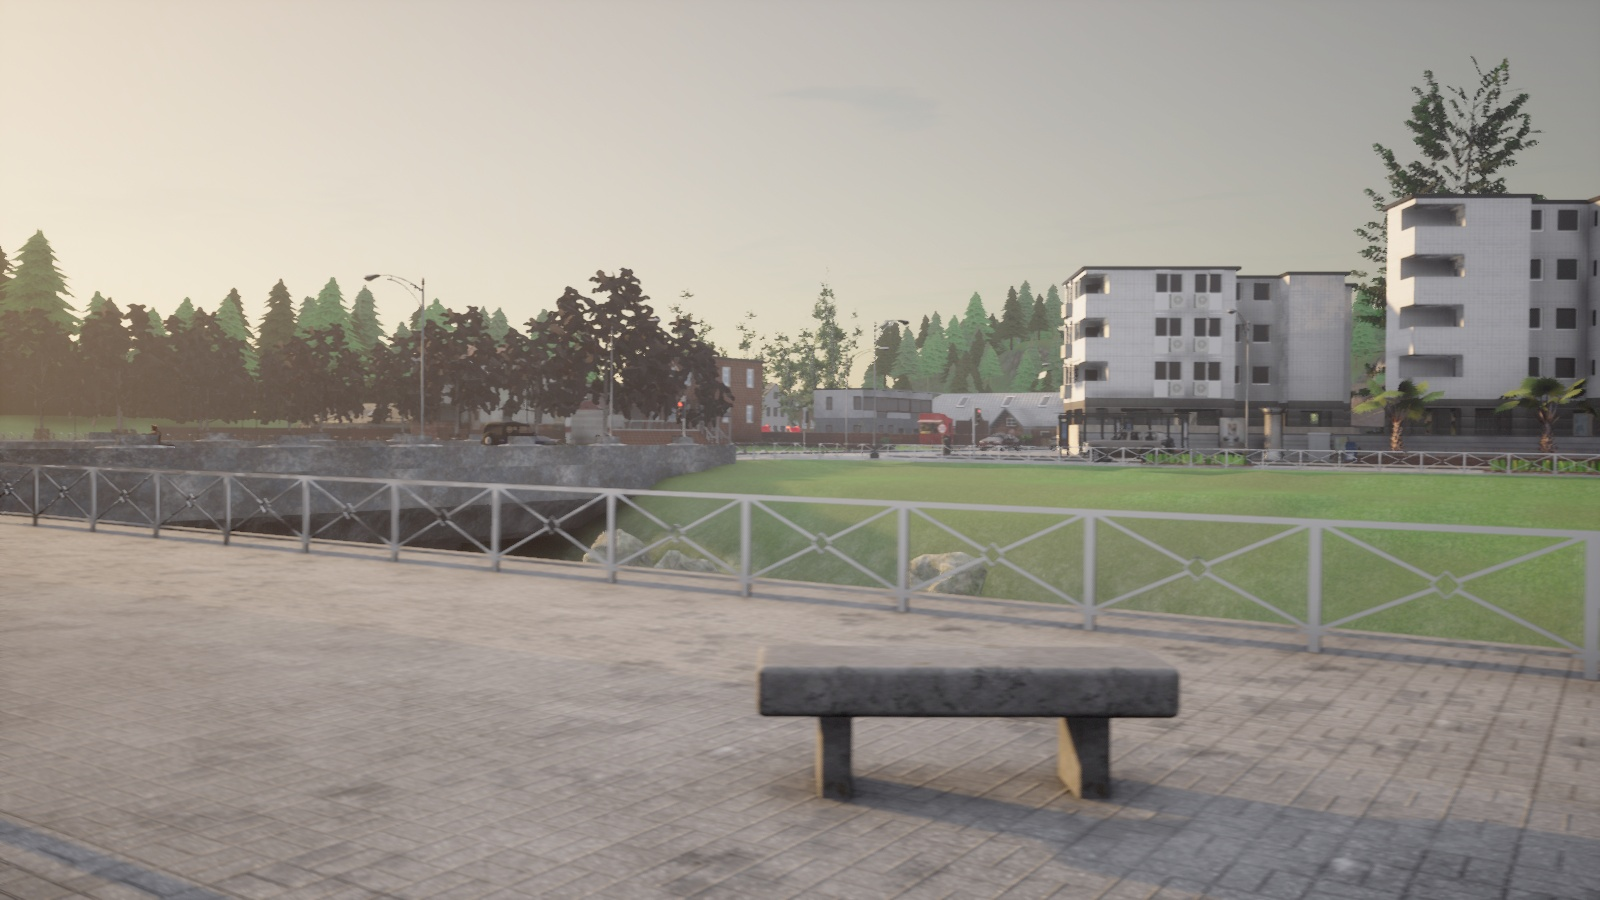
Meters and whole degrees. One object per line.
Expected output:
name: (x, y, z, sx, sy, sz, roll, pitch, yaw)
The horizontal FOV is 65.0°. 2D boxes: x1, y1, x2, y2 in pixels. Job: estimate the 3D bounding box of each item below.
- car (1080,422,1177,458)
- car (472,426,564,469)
car: (17.451, -0.521, 66.714, 4.605, 1.855, 1.932, 0, 1, 34)
car: (-12.967, -0.146, 57.905, 1.905, 1.878, 3.866, 0, 1, 33)
